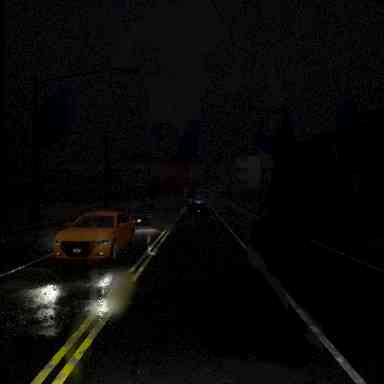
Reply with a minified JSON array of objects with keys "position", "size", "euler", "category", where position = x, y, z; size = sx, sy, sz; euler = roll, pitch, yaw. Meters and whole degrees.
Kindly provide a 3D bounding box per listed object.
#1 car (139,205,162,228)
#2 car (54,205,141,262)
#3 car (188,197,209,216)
[{"position":[-3.146,1.563,22.097],"size":[1.994,1.385,4.181],"euler":[0,0,2],"category":"car"},{"position":[-3.392,1.478,12.416],"size":[1.882,1.535,5.008],"euler":[0,0,1],"category":"car"},{"position":[0.669,1.492,32.431],"size":[2.128,1.511,4.902],"euler":[0,0,1],"category":"car"}]
